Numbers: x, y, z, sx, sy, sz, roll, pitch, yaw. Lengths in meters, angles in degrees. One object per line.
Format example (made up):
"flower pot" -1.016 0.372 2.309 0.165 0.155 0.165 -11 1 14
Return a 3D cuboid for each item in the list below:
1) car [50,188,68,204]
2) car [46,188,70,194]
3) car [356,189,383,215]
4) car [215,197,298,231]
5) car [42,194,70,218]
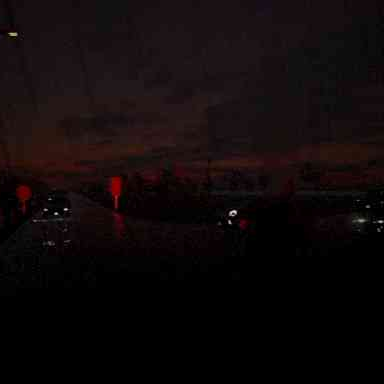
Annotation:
"car" -18.638 0.508 46.886 2.150 2.045 5.566 -1 1 -20
"car" -14.394 0.668 35.826 2.150 2.045 5.566 -1 1 -21
"car" 15.722 0.776 27.681 5.566 2.045 2.150 0 0 -42
"car" 3.535 1.074 18.473 4.553 1.767 2.097 -1 0 -22
"car" -10.717 1.136 26.309 2.033 1.411 5.357 -1 1 -21
